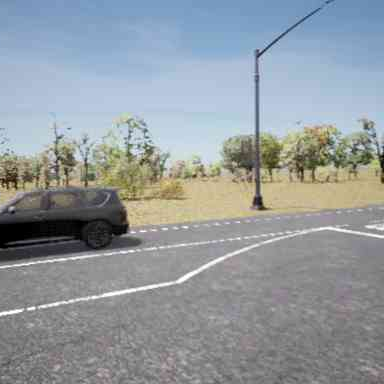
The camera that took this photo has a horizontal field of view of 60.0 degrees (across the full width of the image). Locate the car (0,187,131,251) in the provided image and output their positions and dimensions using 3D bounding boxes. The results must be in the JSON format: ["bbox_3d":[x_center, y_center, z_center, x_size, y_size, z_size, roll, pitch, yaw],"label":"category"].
[{"bbox_3d":[-4.794,0.899,10.662,5.566,2.045,2.150,-2,3,-27],"label":"car"}]
